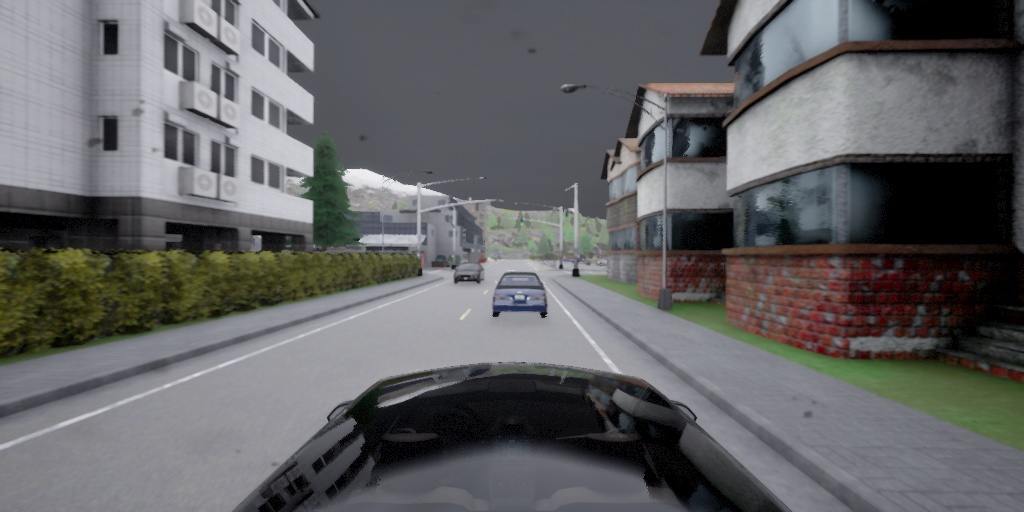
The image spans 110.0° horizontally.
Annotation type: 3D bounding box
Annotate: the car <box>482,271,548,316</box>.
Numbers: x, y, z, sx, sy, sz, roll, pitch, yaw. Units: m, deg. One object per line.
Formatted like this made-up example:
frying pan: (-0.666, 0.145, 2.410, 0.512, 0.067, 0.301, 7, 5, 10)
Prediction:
car: (0.286, 1.274, 13.184, 2.033, 1.411, 5.357, 0, 0, 1)

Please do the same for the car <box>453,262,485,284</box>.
car: (-3.033, 1.229, 26.191, 1.837, 1.490, 4.892, 0, 0, 1)
